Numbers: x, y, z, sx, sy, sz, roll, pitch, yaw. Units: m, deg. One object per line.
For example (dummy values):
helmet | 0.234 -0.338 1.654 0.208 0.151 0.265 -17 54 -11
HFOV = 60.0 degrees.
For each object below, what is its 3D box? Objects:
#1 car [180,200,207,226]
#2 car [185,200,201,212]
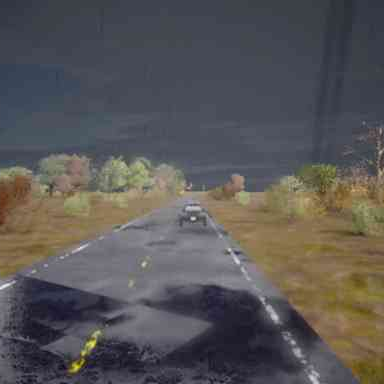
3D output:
car | 0.087 1.584 23.967 1.812 1.442 4.674 0 0 0
car | 0.078 1.701 41.739 1.895 1.301 4.718 0 0 0
